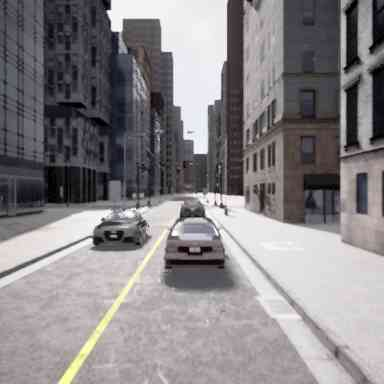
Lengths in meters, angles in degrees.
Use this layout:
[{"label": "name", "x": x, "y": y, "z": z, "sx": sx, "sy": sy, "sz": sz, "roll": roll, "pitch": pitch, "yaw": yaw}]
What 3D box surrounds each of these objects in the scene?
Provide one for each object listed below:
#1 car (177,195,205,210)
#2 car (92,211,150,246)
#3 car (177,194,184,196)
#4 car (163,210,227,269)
[{"label": "car", "x": 0.052, "y": 1.388, "z": 28.325, "sx": 2.097, "sy": 1.767, "sz": 4.553, "roll": 0, "pitch": 0, "yaw": 0}, {"label": "car", "x": -3.122, "y": 1.580, "z": 15.253, "sx": 1.994, "sy": 1.385, "sz": 4.181, "roll": 0, "pitch": 0, "yaw": 0}, {"label": "car", "x": -3.139, "y": 1.313, "z": 95.359, "sx": 2.097, "sy": 1.767, "sz": 4.553, "roll": 0, "pitch": 0, "yaw": 0}, {"label": "car", "x": 0.079, "y": 1.559, "z": 11.211, "sx": 2.033, "sy": 1.411, "sz": 5.357, "roll": 0, "pitch": 0, "yaw": 0}]
